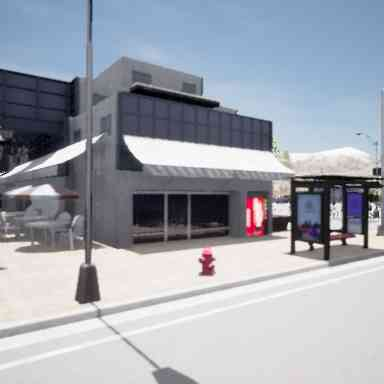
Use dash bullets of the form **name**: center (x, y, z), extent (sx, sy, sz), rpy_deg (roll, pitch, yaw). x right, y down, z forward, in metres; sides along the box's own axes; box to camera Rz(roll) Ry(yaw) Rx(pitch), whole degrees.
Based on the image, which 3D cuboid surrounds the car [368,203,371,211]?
- **car**: center (20.961, 1.701, 42.256), extent (3.806, 1.475, 1.970), rpy_deg (0, 0, -36)

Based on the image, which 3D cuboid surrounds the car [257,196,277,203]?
- **car**: center (19.754, 1.969, 87.642), extent (5.027, 1.636, 2.152), rpy_deg (0, 0, -36)

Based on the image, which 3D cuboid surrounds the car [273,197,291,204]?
- **car**: center (20.428, 1.907, 73.544), extent (3.633, 1.501, 1.845), rpy_deg (0, 0, -36)

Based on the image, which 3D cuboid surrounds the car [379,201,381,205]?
- **car**: center (32.908, 1.679, 54.868), extent (4.605, 1.855, 1.932), rpy_deg (0, 0, -36)
